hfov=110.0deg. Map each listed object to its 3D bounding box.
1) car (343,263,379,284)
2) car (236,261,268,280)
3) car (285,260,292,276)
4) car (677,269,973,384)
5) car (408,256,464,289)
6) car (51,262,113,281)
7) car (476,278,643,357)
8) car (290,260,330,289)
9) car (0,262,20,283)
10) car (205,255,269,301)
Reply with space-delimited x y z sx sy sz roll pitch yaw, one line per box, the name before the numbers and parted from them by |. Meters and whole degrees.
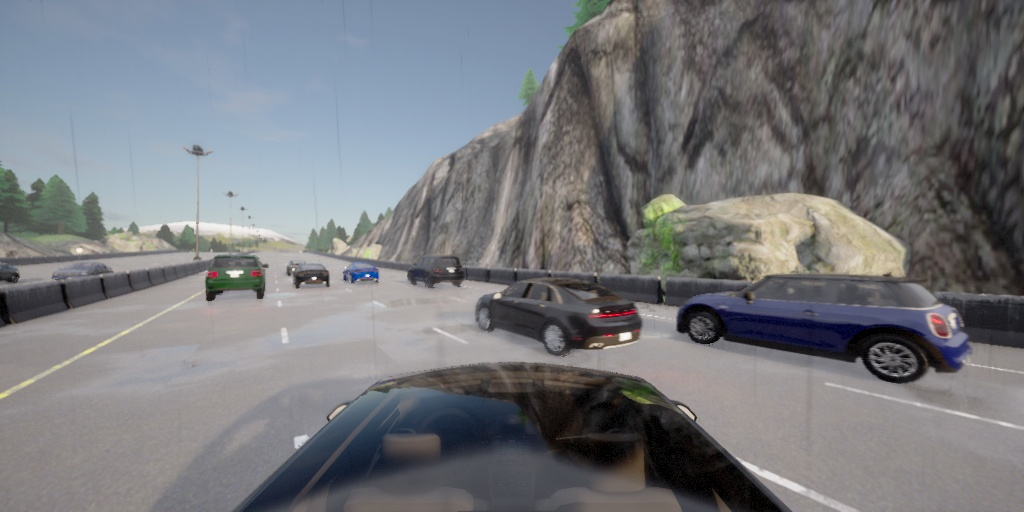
car | -11.629 1.240 27.500 1.882 1.535 5.008 0 0 -34
car | -22.756 1.229 31.550 2.033 1.411 5.357 0 0 -34
car | -21.373 1.155 35.779 2.128 1.511 4.902 0 1 -34
car | 5.929 1.129 7.534 2.097 1.767 4.553 0 0 -34
car | -5.191 1.017 24.169 2.150 2.045 5.566 0 0 -34
car | -33.057 1.179 27.788 2.033 1.411 5.357 0 0 -33
car | 0.826 1.290 8.869 1.837 1.490 4.892 0 0 -34
car | -13.426 1.241 23.891 1.882 1.535 5.008 0 -1 -34
car | -34.042 1.148 22.927 2.128 1.511 4.902 0 0 -33
car | -13.716 0.987 18.029 2.150 2.045 5.566 0 -1 -34
